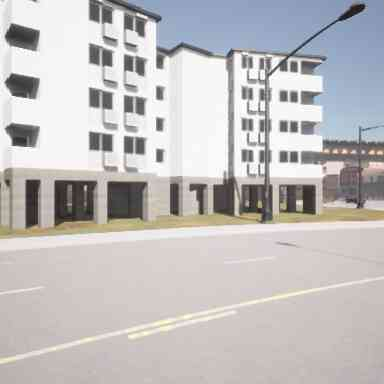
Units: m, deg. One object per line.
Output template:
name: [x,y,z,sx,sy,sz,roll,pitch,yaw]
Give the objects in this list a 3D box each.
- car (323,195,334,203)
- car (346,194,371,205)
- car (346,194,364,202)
car: [27.650,1.350,67.653,2.097,1.767,4.553,0,0,18]
car: [29.833,1.495,60.512,2.128,1.511,4.902,0,0,2]
car: [37.227,1.344,75.966,4.553,1.767,2.097,0,0,-42]
